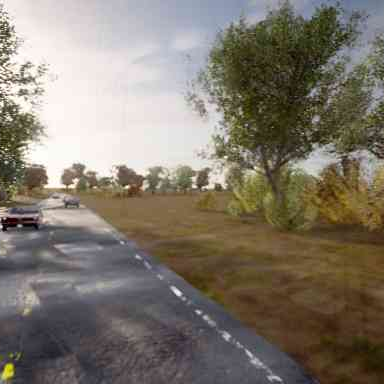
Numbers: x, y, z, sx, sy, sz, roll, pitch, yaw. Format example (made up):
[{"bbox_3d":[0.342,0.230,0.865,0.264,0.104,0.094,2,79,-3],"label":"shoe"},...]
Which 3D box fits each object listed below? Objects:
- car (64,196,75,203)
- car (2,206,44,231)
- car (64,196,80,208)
[{"bbox_3d":[-23.283,1.381,63.290,1.895,1.301,4.718,0,0,-20],"label":"car"},{"bbox_3d":[-10.059,1.521,20.037,1.895,1.301,4.718,1,0,-21],"label":"car"},{"bbox_3d":[-16.611,1.342,46.089,2.128,1.511,4.902,0,0,-21],"label":"car"}]
